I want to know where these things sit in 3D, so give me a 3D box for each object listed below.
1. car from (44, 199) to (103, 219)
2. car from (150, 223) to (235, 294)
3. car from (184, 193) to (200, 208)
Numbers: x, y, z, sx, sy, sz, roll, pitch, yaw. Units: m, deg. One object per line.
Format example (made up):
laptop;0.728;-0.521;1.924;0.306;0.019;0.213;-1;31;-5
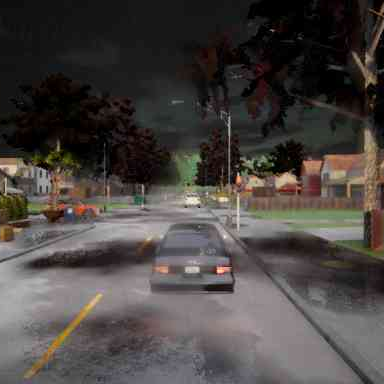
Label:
car;-9.973;1.350;28.299;4.553;1.767;2.097;0;0;-5
car;0.022;1.547;8.914;2.033;1.411;5.357;0;0;0
car;0.025;1.218;49.073;2.150;2.045;5.566;0;0;-1
